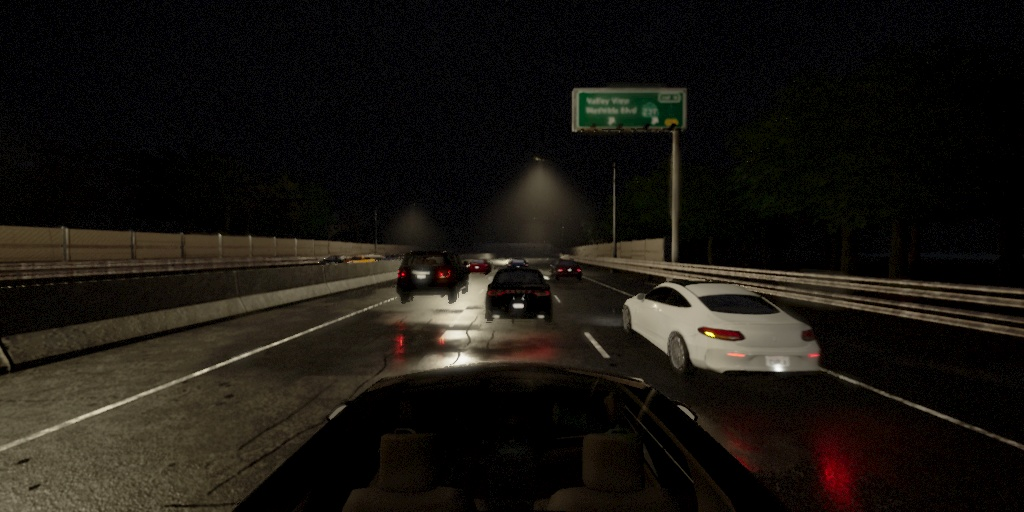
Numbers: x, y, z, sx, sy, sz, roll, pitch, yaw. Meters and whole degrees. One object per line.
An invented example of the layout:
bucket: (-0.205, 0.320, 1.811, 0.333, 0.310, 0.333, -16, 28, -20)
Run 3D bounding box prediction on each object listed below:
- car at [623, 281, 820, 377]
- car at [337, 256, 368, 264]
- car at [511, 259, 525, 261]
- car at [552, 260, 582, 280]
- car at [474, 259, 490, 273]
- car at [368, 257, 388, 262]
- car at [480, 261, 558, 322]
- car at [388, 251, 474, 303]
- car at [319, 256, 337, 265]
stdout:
car: (3.638, 1.211, 7.119, 1.812, 1.442, 4.674, 0, 1, 2)
car: (-16.978, 0.738, 39.748, 1.882, 1.535, 5.008, 0, 1, 1)
car: (0.571, 0.923, 32.415, 1.994, 1.385, 4.181, 0, 1, 1)
car: (3.959, 0.981, 26.721, 2.033, 1.411, 5.357, 0, 1, 1)
car: (-2.931, 0.923, 32.340, 1.994, 1.385, 4.181, 0, 1, 1)
car: (-13.487, 0.811, 39.522, 2.033, 1.411, 5.357, 0, 1, 1)
car: (0.216, 1.105, 11.726, 1.882, 1.535, 5.008, 0, 1, 1)
car: (-3.215, 0.799, 15.580, 2.150, 2.045, 5.566, 0, 1, 1)
car: (-20.437, 0.727, 41.597, 2.128, 1.511, 4.902, 0, 1, 1)
